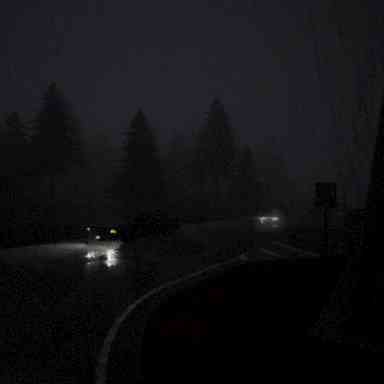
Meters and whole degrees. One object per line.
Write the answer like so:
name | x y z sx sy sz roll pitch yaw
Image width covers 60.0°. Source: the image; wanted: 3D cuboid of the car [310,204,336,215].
car | 15.479 1.981 39.695 1.994 1.385 4.181 0 -1 31

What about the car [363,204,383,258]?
car | 8.125 1.411 10.890 3.866 1.878 1.905 1 -1 -1

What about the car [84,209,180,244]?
car | -2.623 1.555 16.288 2.033 1.411 5.357 0 -1 31

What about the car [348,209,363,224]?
car | 14.679 1.759 26.583 3.988 1.617 1.851 0 -1 30

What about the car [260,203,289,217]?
car | 9.019 1.865 35.919 2.033 1.411 5.357 0 -1 31

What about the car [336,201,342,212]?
car | 20.640 2.062 48.502 1.837 1.490 4.892 0 0 31
